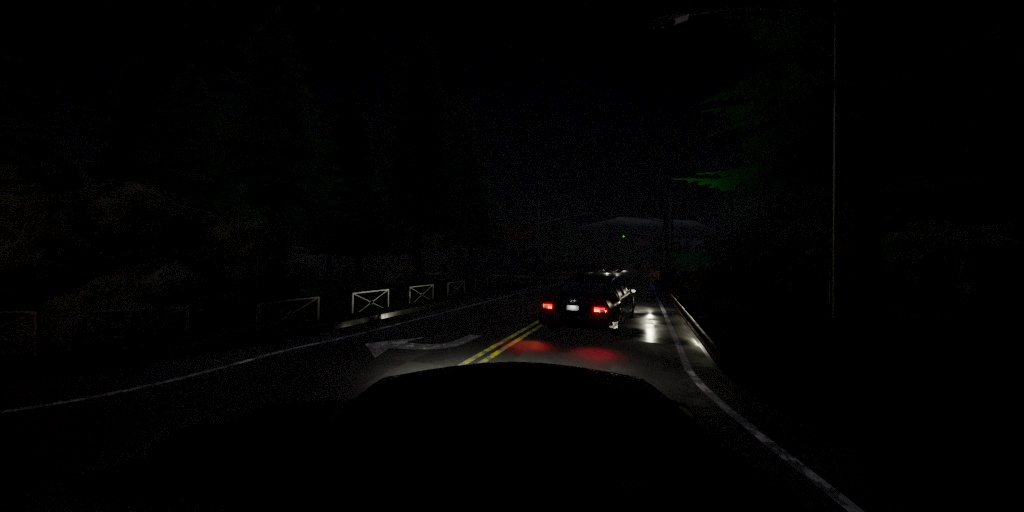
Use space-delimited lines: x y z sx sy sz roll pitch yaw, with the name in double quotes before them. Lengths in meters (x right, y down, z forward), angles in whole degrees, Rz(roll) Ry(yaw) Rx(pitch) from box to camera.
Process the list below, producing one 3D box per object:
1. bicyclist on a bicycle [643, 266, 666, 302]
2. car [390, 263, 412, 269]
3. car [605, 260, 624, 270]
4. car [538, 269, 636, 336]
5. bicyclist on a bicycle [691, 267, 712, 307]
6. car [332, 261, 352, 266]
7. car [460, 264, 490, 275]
"bicyclist on a bicycle" 6.587 1.294 16.502 1.656 1.620 0.582 1 -1 -31
"car" -14.299 1.587 48.357 4.181 1.385 1.994 1 -1 21
"car" 16.925 1.712 59.820 2.150 2.045 5.566 1 -1 20
"car" 2.400 1.253 10.336 2.033 1.411 5.357 1 -1 25
"bicyclist on a bicycle" 8.018 1.305 15.105 1.656 1.620 0.582 1 -1 -34
"car" -24.032 1.457 52.283 5.357 1.411 2.033 1 -1 24
"car" -4.933 1.698 44.866 4.181 1.385 1.994 1 -1 20
